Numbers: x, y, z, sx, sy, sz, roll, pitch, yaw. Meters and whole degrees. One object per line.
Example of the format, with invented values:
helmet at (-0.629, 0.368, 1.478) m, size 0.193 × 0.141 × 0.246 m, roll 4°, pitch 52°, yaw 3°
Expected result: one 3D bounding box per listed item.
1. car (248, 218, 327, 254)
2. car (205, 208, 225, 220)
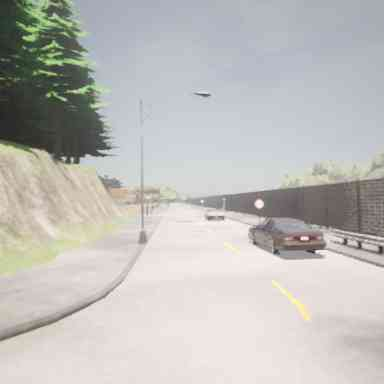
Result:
car at (4.047, 1.867, 15.042) m, size 2.033 × 1.411 × 5.357 m, roll -1°, pitch -1°, yaw -5°
car at (2.578, 2.553, 38.827) m, size 1.895 × 1.301 × 4.718 m, roll -1°, pitch -1°, yaw -3°
